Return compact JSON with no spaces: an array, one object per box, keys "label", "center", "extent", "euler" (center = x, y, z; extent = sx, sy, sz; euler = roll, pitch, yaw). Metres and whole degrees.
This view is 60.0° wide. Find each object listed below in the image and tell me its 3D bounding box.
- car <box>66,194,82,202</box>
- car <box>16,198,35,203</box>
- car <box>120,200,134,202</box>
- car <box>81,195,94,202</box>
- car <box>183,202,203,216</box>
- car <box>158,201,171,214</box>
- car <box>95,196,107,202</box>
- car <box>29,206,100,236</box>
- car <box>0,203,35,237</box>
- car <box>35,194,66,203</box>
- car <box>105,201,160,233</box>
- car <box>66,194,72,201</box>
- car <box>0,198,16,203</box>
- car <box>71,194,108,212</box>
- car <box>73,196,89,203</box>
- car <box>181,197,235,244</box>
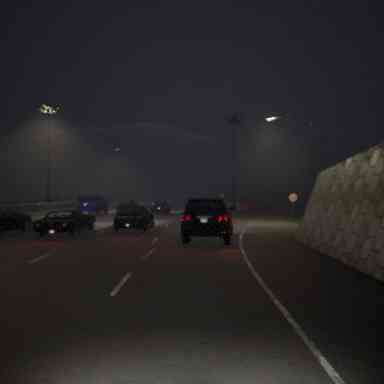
[{"label":"car","center":[-31.491,1.493,89.017],"extent":[2.150,2.045,5.566],"euler":[0,0,0]},{"label":"car","center":[-28.006,1.774,57.818],"extent":[1.895,1.301,4.718],"euler":[0,0,0]},{"label":"car","center":[-6.895,1.600,35.953],"extent":[2.128,1.511,4.902],"euler":[0,0,0]},{"label":"car","center":[-27.991,1.623,89.214],"extent":[2.097,1.767,4.553],"euler":[0,0,0]},{"label":"car","center":[0.105,1.704,34.375],"extent":[1.895,1.301,4.718],"euler":[0,0,0]},{"label":"car","center":[-3.396,1.674,36.365],"extent":[1.994,1.385,4.181],"euler":[0,0,0]},{"label":"car","center":[-24.491,1.746,89.347],"extent":[1.882,1.535,5.008],"euler":[0,0,0]},{"label":"car","center":[-6.897,1.657,18.583],"extent":[1.895,1.301,4.718],"euler":[0,0,0]},{"label":"car","center":[-10.398,1.545,17.736],"extent":[2.128,1.511,4.902],"euler":[0,0,0]},{"label":"car","center":[-24.513,1.395,57.956],"extent":[2.150,2.045,5.566],"euler":[0,0,0]},{"label":"car","center":[-3.397,1.552,20.029],"extent":[2.128,1.511,4.902],"euler":[0,0,0]},{"label":"car","center":[-27.993,1.761,73.424],"extent":[2.033,1.411,5.357],"euler":[0,0,0]},{"label":"car","center":[-31.502,1.773,57.657],"extent":[1.895,1.301,4.718],"euler":[0,0,0]},{"label":"car","center":[-10.396,1.328,35.078],"extent":[2.150,2.045,5.566],"euler":[0,0,0]},{"label":"car","center":[-24.493,1.721,73.585],"extent":[1.837,1.490,4.892],"euler":[0,0,0]},{"label":"car","center":[0.878,1.272,16.367],"extent":[2.150,2.045,5.566],"euler":[0,0,8]}]
